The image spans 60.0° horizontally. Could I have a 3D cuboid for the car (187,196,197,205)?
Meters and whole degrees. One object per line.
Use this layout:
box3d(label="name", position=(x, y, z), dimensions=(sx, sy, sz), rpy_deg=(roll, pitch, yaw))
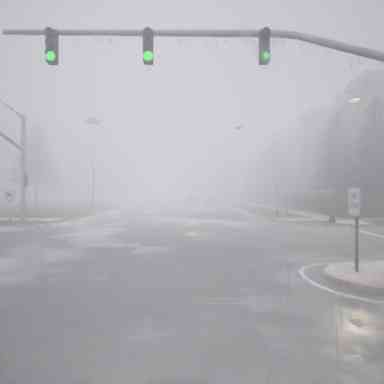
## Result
box3d(label="car", position=(-0.054, 1.630, 62.075), dimensions=(2.128, 1.511, 4.902), rpy_deg=(0, 0, 0))

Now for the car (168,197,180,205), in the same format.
box3d(label="car", position=(-3.554, 1.665, 62.489), dimensions=(1.812, 1.442, 4.674), rpy_deg=(0, 0, 0))

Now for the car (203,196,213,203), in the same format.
box3d(label="car", position=(3.437, 1.622, 72.496), dimensions=(2.033, 1.411, 5.357), rpy_deg=(0, 0, 0))

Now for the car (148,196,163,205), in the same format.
box3d(label="car", position=(-7.054, 1.741, 62.515), dimensions=(1.895, 1.301, 4.718), rpy_deg=(0, 0, 0))

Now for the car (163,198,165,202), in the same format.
box3d(label="car", position=(-7.063, 1.623, 72.486), dimensions=(2.033, 1.411, 5.357), rpy_deg=(0, 0, 0))

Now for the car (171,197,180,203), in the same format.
box3d(label="car", position=(-3.563, 1.678, 72.519), dimensions=(1.895, 1.301, 4.718), rpy_deg=(0, 0, 0))

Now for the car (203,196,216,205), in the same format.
box3d(label="car", position=(3.446, 1.703, 62.495), dimensions=(1.994, 1.385, 4.181), rpy_deg=(0, 0, 0))

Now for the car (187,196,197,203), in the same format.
box3d(label="car", position=(-0.063, 1.608, 72.493), dimensions=(2.128, 1.511, 4.902), rpy_deg=(0, 0, 0))
